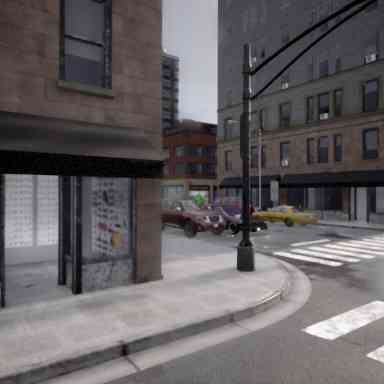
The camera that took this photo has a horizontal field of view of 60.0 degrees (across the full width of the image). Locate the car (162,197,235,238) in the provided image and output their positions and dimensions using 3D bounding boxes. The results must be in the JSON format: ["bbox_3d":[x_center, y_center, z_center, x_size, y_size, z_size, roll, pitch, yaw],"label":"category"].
[{"bbox_3d":[-0.322,1.282,17.909,2.192,1.841,5.009,0,0,-36],"label":"car"}]

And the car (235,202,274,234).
[{"bbox_3d":[1.796,1.524,19.250,2.033,1.411,5.357,0,0,-38],"label":"car"}]

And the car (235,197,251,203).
[{"bbox_3d":[2.915,1.308,27.187,2.192,1.841,5.009,0,0,-36],"label":"car"}]

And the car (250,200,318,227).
[{"bbox_3d":[6.115,1.524,22.703,1.752,1.417,4.829,0,0,-36],"label":"car"}]

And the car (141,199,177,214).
[{"bbox_3d":[-3.685,1.525,36.431,1.887,1.381,4.507,0,0,-36],"label":"car"}]
